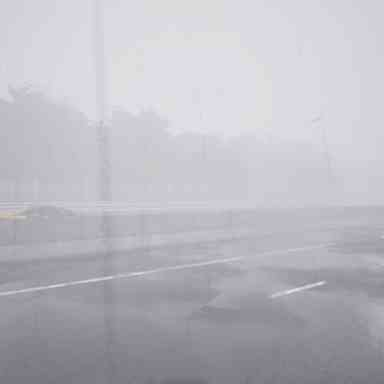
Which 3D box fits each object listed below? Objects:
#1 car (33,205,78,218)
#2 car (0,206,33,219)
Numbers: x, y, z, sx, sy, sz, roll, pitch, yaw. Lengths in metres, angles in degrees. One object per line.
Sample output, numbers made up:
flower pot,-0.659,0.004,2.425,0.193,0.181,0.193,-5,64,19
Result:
car,-8.995,1.526,19.056,4.892,1.490,1.837,1,0,-35
car,-9.806,1.479,14.187,5.008,1.535,1.882,0,0,-35
